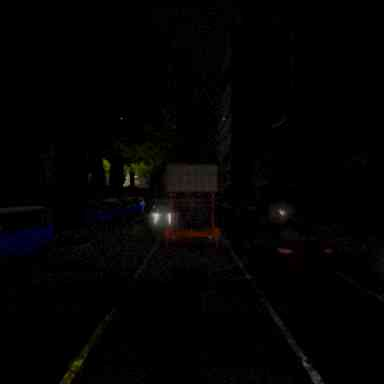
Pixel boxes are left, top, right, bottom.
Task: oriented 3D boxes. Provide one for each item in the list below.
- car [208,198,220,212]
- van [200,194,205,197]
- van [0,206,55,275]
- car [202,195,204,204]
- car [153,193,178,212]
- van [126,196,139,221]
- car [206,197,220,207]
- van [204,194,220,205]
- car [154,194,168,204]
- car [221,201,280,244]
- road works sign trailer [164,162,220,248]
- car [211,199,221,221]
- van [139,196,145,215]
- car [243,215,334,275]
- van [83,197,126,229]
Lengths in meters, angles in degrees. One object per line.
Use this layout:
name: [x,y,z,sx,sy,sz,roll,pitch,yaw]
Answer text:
car: [2.859,1.569,32.756,1.802,1.307,4.206,0,0,0]
van: [2.862,1.289,61.058,1.690,1.788,3.998,0,0,0]
van: [-5.670,1.341,10.097,1.690,1.788,3.998,0,0,0]
car: [2.861,1.511,49.737,1.887,1.381,4.507,0,0,0]
car: [-3.092,1.202,37.973,2.150,2.045,5.566,0,0,0]
van: [-5.668,1.333,27.071,1.690,1.788,3.998,0,0,0]
car: [2.860,1.563,38.416,1.802,1.307,4.206,0,0,0]
van: [2.860,1.315,44.076,1.690,1.788,3.998,0,0,0]
car: [-5.662,1.262,61.019,2.192,1.841,5.009,0,0,0]
car: [2.855,1.314,15.774,2.192,1.841,5.009,0,0,0]
road works sign trailer: [0.002,0.464,14.728,2.380,3.560,2.880,0,0,0]
car: [2.858,1.537,27.095,1.887,1.381,4.507,0,0,0]
van: [-5.667,1.328,32.729,1.690,1.788,3.998,0,0,0]
car: [2.856,1.583,10.114,1.802,1.307,4.206,0,0,0]
van: [-5.668,1.337,21.413,1.690,1.788,3.998,0,0,0]
